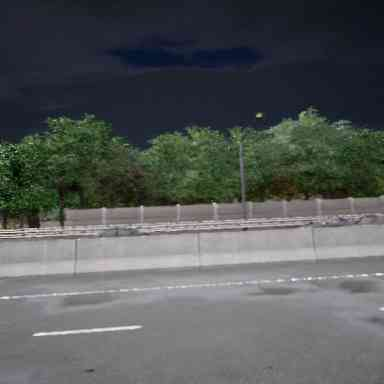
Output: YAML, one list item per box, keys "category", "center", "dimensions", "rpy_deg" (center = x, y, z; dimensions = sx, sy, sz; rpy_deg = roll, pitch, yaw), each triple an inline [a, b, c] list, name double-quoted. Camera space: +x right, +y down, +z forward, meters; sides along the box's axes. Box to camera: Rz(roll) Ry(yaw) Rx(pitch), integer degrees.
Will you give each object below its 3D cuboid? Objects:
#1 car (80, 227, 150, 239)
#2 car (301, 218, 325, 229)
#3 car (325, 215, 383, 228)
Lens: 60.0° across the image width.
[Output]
- category: "car"
  center: [-5.229, 3.152, 22.319]
  dimensions: [5.008, 1.535, 1.882]
  rpy_deg: [-2, -4, -6]
- category: "car"
  center: [11.427, 2.814, 27.477]
  dimensions: [4.902, 1.511, 2.128]
  rpy_deg: [-2, -4, -6]
- category: "car"
  center: [11.079, 2.235, 20.436]
  dimensions: [4.553, 1.767, 2.097]
  rpy_deg: [-2, -4, -6]
